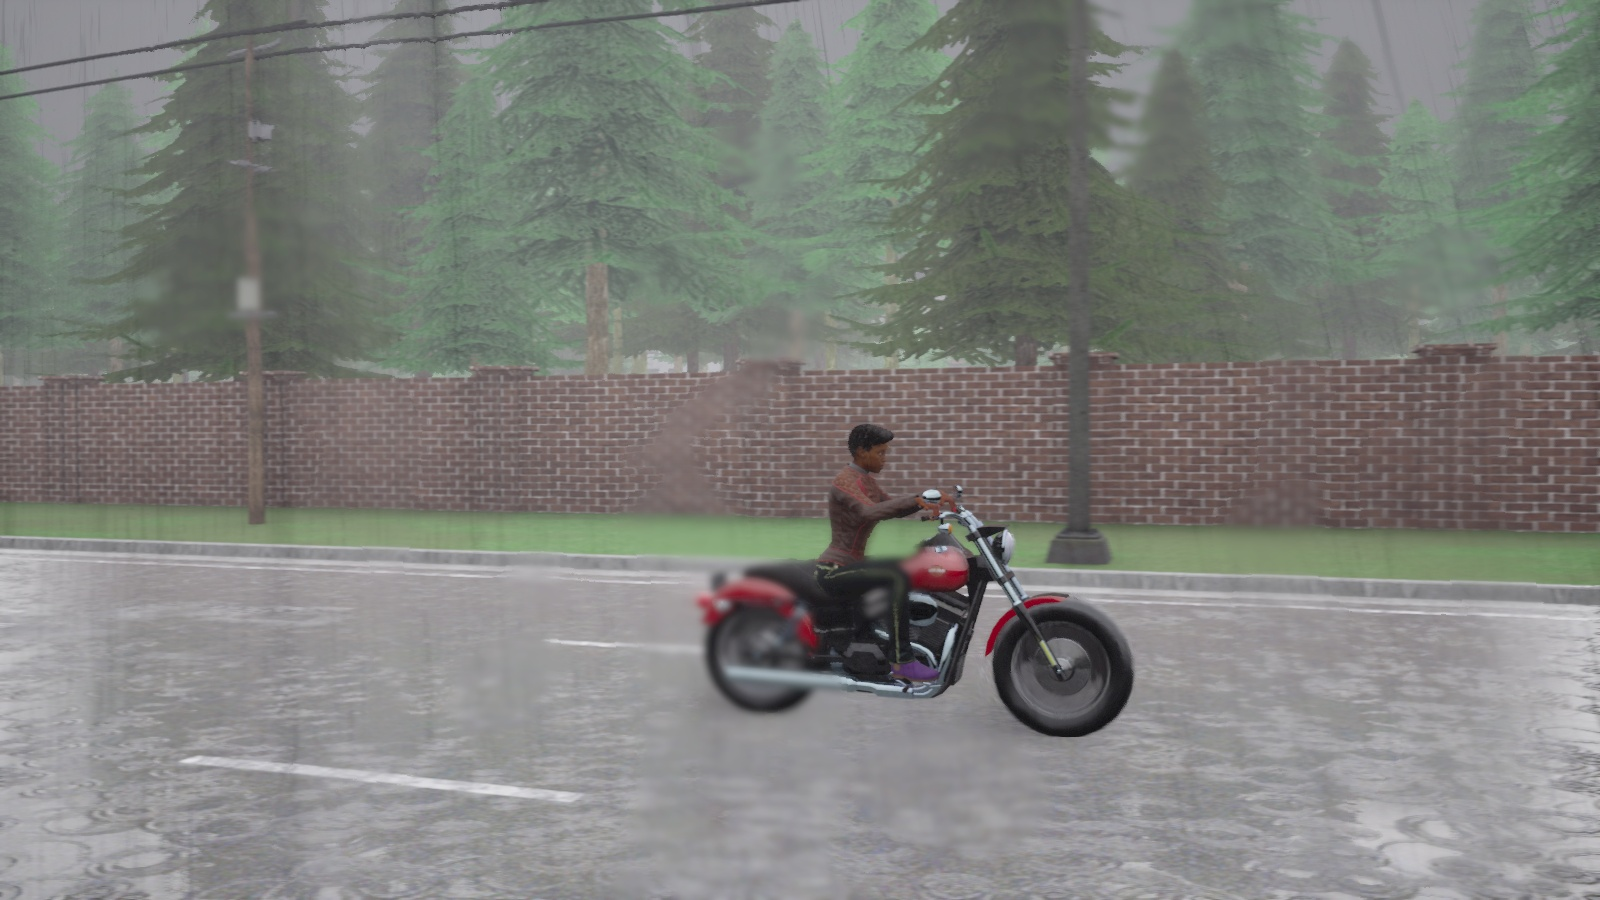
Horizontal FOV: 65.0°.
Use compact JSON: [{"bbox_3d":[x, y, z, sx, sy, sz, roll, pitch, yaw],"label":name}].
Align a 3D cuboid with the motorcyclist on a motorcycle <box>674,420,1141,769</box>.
[{"bbox_3d":[0.569,0.672,6.693,2.350,1.649,0.766,1,1,19],"label":"motorcyclist on a motorcycle"}]
